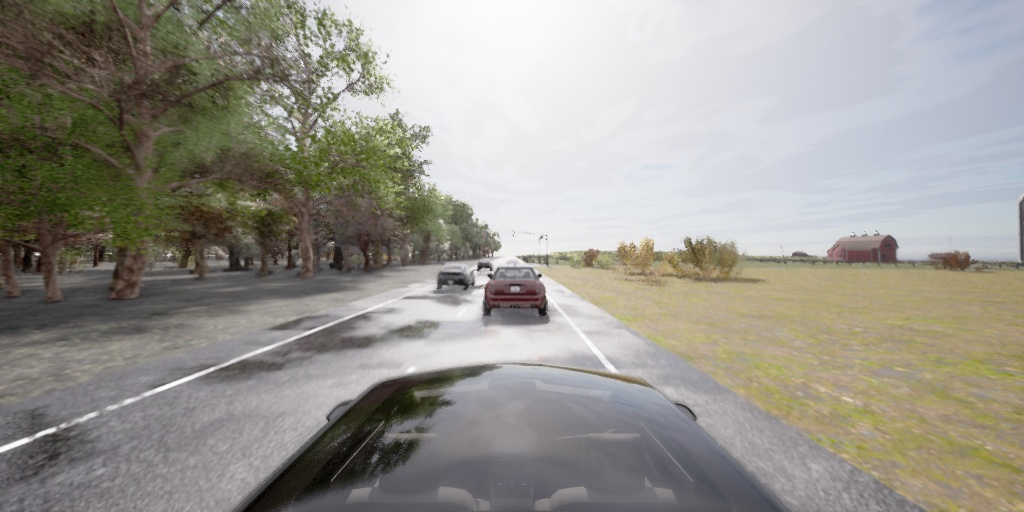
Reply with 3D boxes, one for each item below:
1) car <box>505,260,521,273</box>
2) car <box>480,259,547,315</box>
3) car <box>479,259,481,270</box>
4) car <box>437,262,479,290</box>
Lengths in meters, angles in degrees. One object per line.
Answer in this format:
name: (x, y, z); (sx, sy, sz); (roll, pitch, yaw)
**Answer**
car: (0.110, 1.163, 42.384); (1.812, 1.442, 4.674); (0, 0, 0)
car: (0.104, 1.073, 13.638); (2.097, 1.767, 4.553); (0, 0, 0)
car: (-3.388, 1.131, 45.790); (1.837, 1.490, 4.892); (0, 0, 0)
car: (-3.395, 1.202, 22.237); (1.837, 1.490, 4.892); (0, 0, 0)
